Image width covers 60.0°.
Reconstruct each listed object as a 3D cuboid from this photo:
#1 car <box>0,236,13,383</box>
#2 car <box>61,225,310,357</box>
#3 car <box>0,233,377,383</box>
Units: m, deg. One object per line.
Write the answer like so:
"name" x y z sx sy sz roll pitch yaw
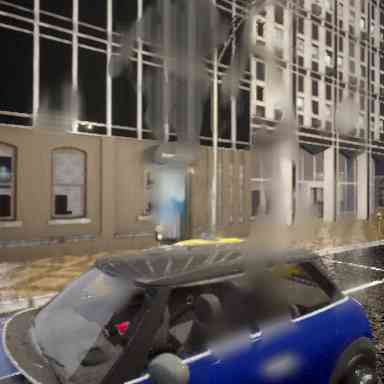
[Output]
"car" -4.324 1.436 3.469 4.097 1.590 1.967 0 0 -36
"car" 0.132 1.552 6.653 4.829 1.417 1.752 0 0 -36
"car" -0.354 1.362 2.995 4.553 1.767 2.097 0 0 -35
